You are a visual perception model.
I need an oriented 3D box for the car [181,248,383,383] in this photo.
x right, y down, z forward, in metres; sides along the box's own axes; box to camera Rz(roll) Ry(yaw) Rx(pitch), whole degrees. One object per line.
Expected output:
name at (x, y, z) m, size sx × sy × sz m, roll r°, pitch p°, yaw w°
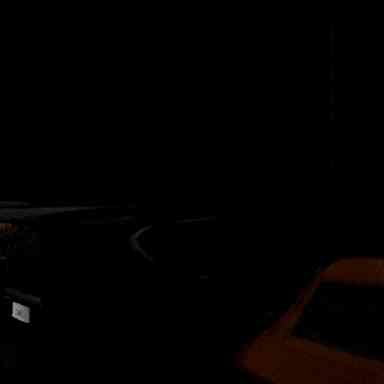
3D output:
car at (2.253, 1.481, 3.656) m, size 2.097 × 1.535 × 5.008 m, roll 0°, pitch 0°, yaw 35°

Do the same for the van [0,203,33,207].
van at (-2.410, 1.280, 6.833) m, size 1.878 × 1.987 × 4.442 m, roll 0°, pitch 0°, yaw 35°

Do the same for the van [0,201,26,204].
van at (-6.771, 1.303, 10.218) m, size 1.878 × 1.987 × 4.442 m, roll 0°, pitch 0°, yaw 35°

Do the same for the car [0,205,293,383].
car at (-0.078, 1.243, 5.354) m, size 2.435 × 2.045 × 5.566 m, roll 0°, pitch 0°, yaw 35°
